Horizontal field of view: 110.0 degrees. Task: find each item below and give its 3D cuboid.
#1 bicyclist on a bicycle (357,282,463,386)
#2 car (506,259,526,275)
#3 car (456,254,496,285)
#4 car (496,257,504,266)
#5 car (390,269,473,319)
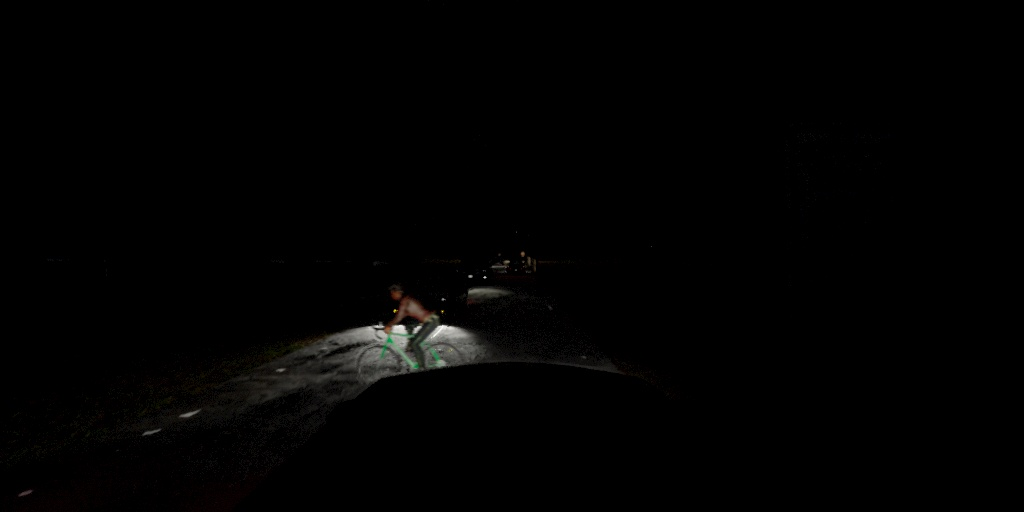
[{"bbox_3d":[-1.579,1.227,5.491,1.656,1.620,0.582,-2,0,1],"label":"bicyclist on a bicycle"},{"bbox_3d":[0.394,1.110,36.450,1.812,1.442,4.674,0,1,1],"label":"car"},{"bbox_3d":[-2.622,0.891,25.738,2.150,2.045,5.566,0,1,1],"label":"car"},{"bbox_3d":[-2.327,0.847,59.003,1.837,1.490,4.892,0,1,1],"label":"car"},{"bbox_3d":[-2.748,1.329,12.733,1.994,1.385,4.181,0,0,1],"label":"car"}]
